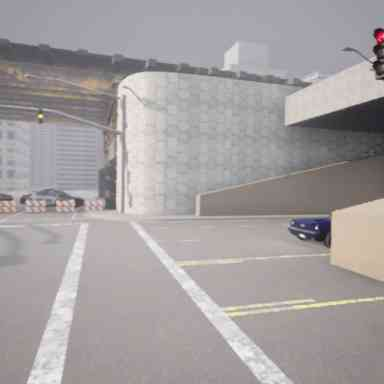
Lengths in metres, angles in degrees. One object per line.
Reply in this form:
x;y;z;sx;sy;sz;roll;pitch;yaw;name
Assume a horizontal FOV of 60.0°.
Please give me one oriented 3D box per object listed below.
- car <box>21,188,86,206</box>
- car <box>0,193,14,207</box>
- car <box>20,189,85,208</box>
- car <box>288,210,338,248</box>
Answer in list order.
-11.031;0.364;26.595;4.536;1.218;1.853;1;2;13;car
-15.935;0.492;24.374;2.038;1.542;4.974;2;2;38;car
-10.983;0.523;26.588;4.974;1.542;2.038;1;2;13;car
6.244;1.349;13.094;4.718;1.301;1.895;1;2;-17;car
